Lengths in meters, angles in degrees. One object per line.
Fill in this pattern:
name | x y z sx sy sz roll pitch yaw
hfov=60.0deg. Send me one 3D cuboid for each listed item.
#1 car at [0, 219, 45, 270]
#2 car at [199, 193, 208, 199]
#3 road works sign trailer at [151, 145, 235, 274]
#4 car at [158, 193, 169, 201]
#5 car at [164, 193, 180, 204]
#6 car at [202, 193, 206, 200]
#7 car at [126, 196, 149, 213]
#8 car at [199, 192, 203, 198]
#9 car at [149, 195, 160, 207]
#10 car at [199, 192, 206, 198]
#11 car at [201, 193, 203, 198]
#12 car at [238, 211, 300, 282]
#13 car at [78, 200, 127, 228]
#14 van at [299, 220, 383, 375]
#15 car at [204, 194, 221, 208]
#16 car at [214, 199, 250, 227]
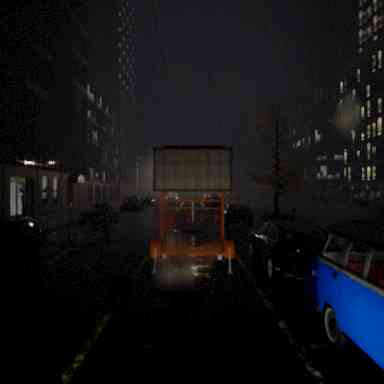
car | -5.684 1.486 9.312 1.947 1.339 4.313 0 0 0
car | 2.705 0.920 77.554 1.947 1.339 4.313 0 0 0
road works sign trailer | 0.025 0.376 10.244 2.380 3.560 2.880 0 0 0
car | -5.677 0.991 66.200 1.887 1.381 4.507 0 0 0
car | -3.025 0.920 51.169 2.097 1.767 4.553 0 1 1
car | 2.702 1.074 43.420 1.967 1.590 4.097 0 0 0
car | -5.680 1.168 32.067 1.967 1.590 4.097 0 0 0
car | 2.703 1.043 60.488 2.008 1.369 4.403 0 0 0
car | -5.680 1.184 43.445 2.008 1.369 4.403 0 0 0
car | 2.707 0.787 89.101 1.752 1.417 4.829 0 0 0
car | 2.702 1.131 49.110 1.887 1.381 4.507 0 0 0
car | 2.697 1.471 9.290 2.008 1.369 4.403 0 0 0
car | -5.682 1.374 20.689 2.008 1.369 4.403 0 0 0
van | 2.699 1.309 3.599 1.690 1.788 3.998 0 0 0
car | 2.700 1.232 37.733 2.008 1.369 4.403 0 0 0
car | 2.699 1.374 20.667 2.008 1.369 4.403 0 0 0
